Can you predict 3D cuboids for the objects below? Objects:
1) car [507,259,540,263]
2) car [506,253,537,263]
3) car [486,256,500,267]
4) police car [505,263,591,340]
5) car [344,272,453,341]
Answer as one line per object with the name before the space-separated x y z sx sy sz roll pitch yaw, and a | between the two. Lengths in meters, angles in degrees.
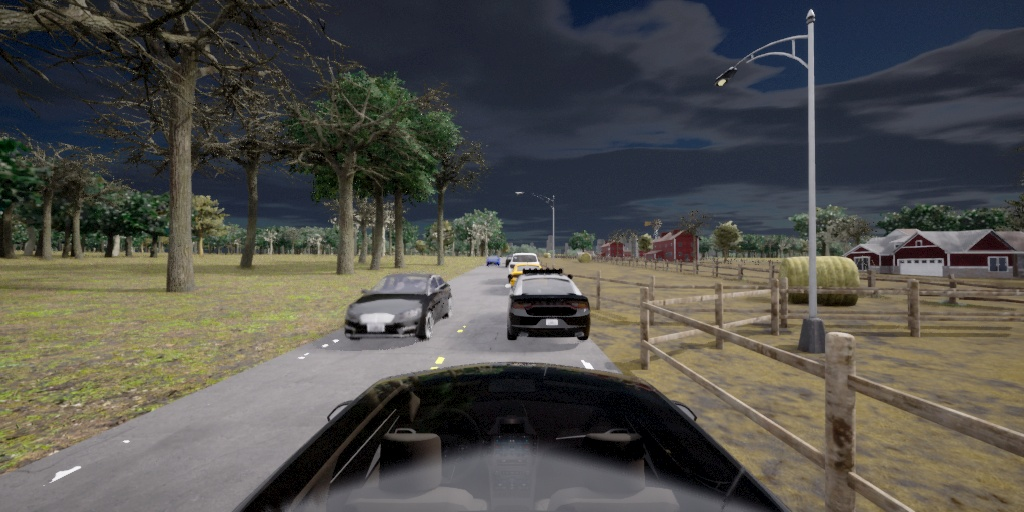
car | 0.840 1.134 19.910 1.882 1.535 5.008 0 1 0
car | 0.846 0.810 25.941 2.150 2.045 5.566 0 1 0
car | -2.707 0.710 51.741 1.882 1.535 5.008 0 1 0
police car | 0.832 1.156 10.019 1.930 1.638 5.238 0 0 0
car | -2.843 1.223 9.937 2.128 1.511 4.902 0 0 0
